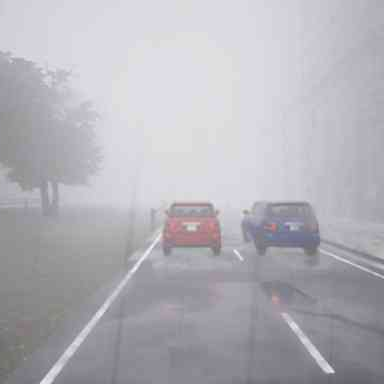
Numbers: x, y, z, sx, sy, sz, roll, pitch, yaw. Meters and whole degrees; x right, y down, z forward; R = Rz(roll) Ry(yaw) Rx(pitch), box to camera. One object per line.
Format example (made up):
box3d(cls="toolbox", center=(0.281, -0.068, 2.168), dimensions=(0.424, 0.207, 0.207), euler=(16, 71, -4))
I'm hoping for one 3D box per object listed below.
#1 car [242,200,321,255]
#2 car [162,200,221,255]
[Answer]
box3d(cls="car", center=(3.497, 1.350, 14.021), dimensions=(2.150, 2.045, 5.566), euler=(0, 0, 0))
box3d(cls="car", center=(-0.002, 1.350, 14.022), dimensions=(2.150, 2.045, 5.566), euler=(0, 0, 0))
